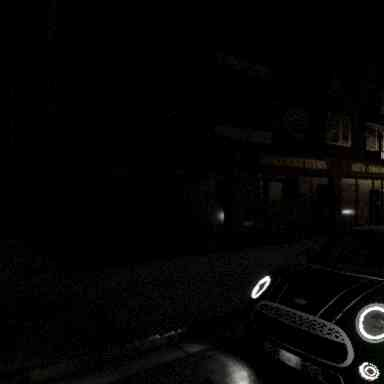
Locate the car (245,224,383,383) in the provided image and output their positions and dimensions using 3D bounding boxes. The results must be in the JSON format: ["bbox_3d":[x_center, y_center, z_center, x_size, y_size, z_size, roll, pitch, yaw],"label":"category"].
[{"bbox_3d":[2.970,1.352,5.183,4.553,1.767,2.097,0,0,-35],"label":"car"}]
